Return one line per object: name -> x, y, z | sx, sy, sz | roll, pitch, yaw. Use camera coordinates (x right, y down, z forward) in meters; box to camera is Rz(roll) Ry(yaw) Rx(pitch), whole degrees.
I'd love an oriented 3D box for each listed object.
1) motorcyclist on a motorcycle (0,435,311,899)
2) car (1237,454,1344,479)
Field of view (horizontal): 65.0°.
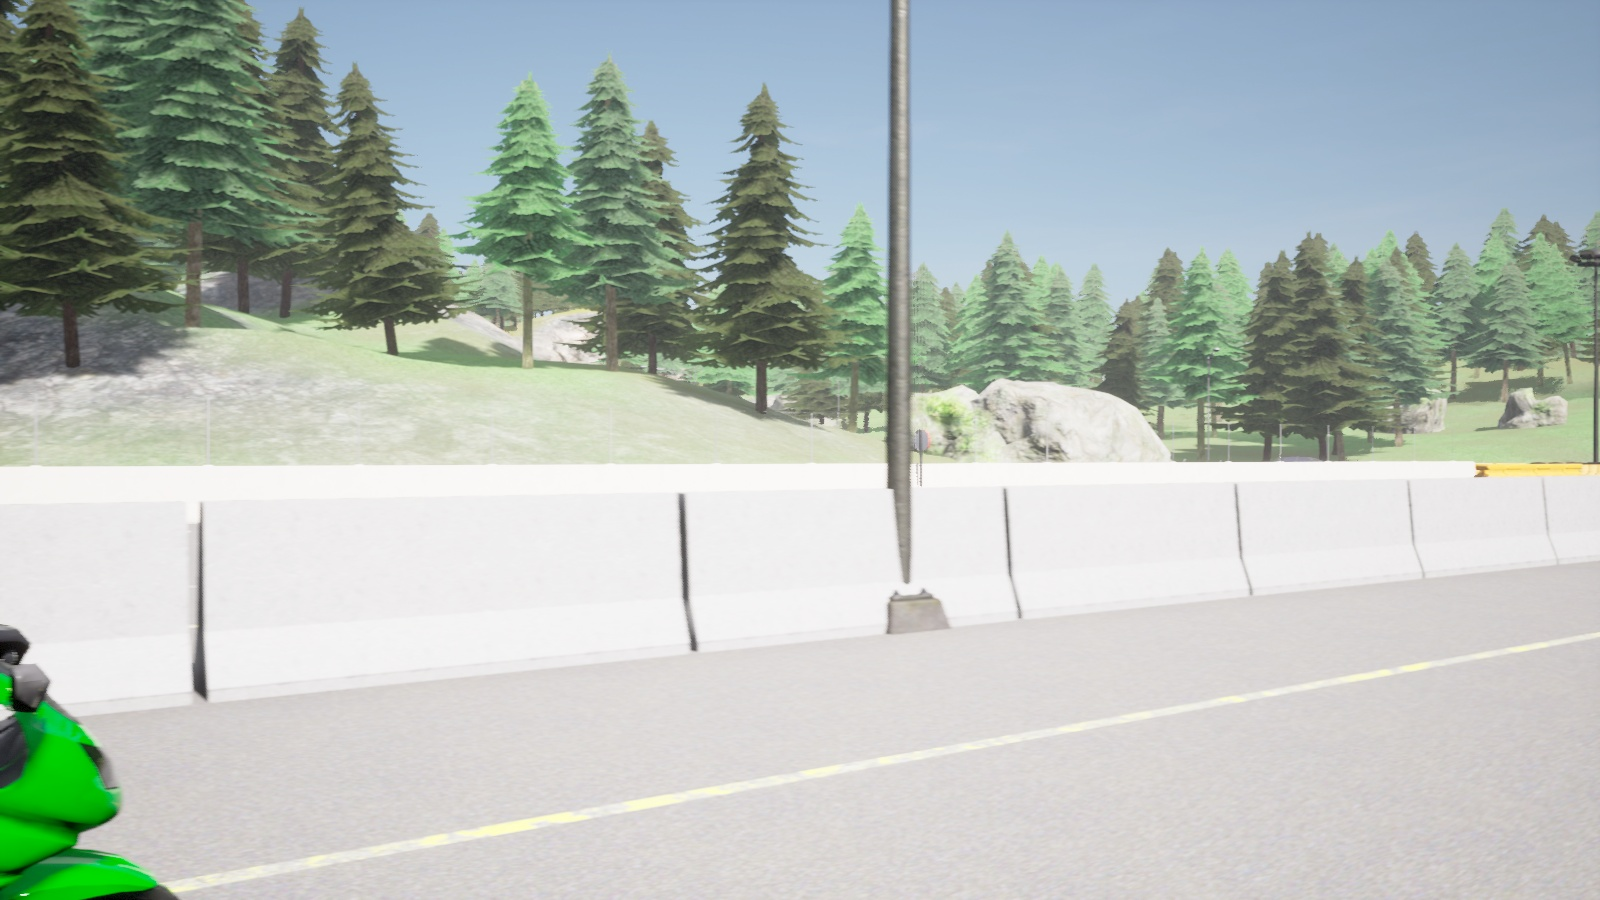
motorcyclist on a motorcycle -> -2.038, 0.736, 2.240 | 2.044, 1.523, 0.797 | 0, 0, -35
car -> 27.573, 0.909, 70.742 | 5.357, 1.411, 2.033 | 0, 0, 13
